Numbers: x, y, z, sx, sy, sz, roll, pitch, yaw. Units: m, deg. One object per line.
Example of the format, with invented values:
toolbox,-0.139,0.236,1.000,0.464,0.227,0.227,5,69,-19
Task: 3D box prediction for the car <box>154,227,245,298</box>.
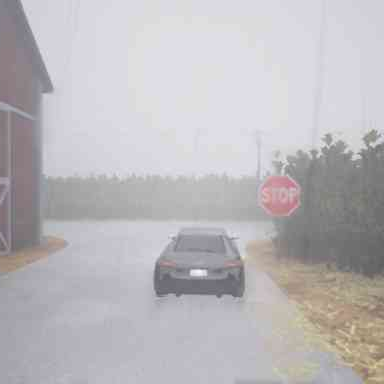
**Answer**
car,0.275,1.591,8.667,1.994,1.385,4.181,0,0,4
